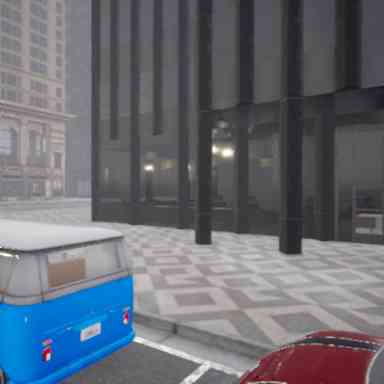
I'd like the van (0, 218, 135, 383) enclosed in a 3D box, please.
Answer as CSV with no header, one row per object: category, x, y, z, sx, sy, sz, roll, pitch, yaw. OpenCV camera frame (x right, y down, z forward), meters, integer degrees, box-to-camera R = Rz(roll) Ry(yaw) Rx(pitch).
van,-2.664,1.307,4.720,3.998,1.788,1.690,0,1,34

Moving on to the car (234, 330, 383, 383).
car,1.999,1.429,1.615,4.097,1.590,1.967,0,1,34
